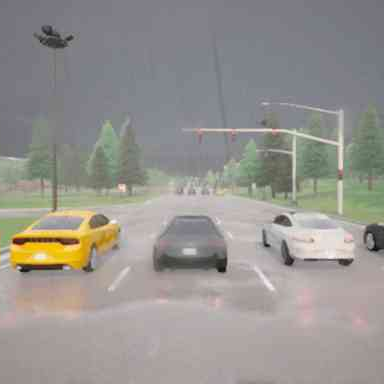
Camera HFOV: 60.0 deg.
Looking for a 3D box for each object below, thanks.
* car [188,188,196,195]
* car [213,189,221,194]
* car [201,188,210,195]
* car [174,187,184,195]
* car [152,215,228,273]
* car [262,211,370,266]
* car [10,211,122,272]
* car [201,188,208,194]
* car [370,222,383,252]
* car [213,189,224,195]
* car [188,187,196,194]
[{"bbox_3d":[-0.016,-0.125,84.455,2.097,1.767,4.553,0,1,0],"label":"car"},{"bbox_3d":[6.982,-0.262,94.489,1.994,1.385,4.181,0,1,0],"label":"car"},{"bbox_3d":[3.484,0.072,84.489,1.994,1.385,4.181,0,1,0],"label":"car"},{"bbox_3d":[-3.516,0.114,84.519,1.895,1.301,4.718,0,1,0],"label":"car"},{"bbox_3d":[0.000,1.385,10.124,1.994,1.385,4.181,0,1,2],"label":"car"},{"bbox_3d":[3.517,1.337,10.698,1.812,1.442,4.674,0,1,1],"label":"car"},{"bbox_3d":[-3.489,1.298,10.151,1.882,1.535,5.008,0,1,0],"label":"car"},{"bbox_3d":[3.482,-0.314,94.487,1.837,1.490,4.892,0,1,0],"label":"car"},{"bbox_3d":[7.008,1.329,9.954,1.837,1.490,4.892,0,1,0],"label":"car"},{"bbox_3d":[6.984,0.004,84.072,1.882,1.535,5.008,0,1,0],"label":"car"},{"bbox_3d":[-0.018,-0.459,94.454,2.097,1.767,4.553,0,1,0],"label":"car"}]
